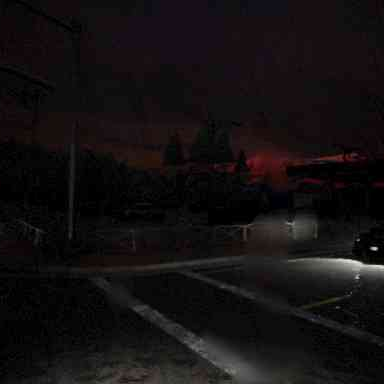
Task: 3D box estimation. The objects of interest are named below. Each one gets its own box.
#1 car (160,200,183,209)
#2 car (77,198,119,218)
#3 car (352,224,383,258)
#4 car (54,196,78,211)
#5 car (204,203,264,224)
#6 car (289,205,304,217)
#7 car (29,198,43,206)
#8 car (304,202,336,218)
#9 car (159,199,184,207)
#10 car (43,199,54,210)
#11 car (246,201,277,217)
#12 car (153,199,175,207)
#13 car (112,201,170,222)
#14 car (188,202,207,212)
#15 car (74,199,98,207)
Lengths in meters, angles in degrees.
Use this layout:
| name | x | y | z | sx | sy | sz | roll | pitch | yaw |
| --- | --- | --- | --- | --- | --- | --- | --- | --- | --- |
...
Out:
| name | x | y | z | sx | sy | sz | roll | pitch | yaw |
| --- | --- | --- | --- | --- | --- | --- | --- | --- | --- |
| car | -4.086 | 2.275 | 58.812 | 3.633 | 1.501 | 1.845 | 2 | -1 | -35 |
| car | -8.124 | 1.605 | 32.637 | 5.027 | 1.636 | 2.152 | 2 | -1 | -35 |
| car | 8.176 | 1.906 | 13.028 | 4.181 | 1.385 | 1.994 | 2 | -1 | -34 |
| car | -15.354 | 1.521 | 43.193 | 3.866 | 1.878 | 1.905 | 2 | -1 | -35 |
| car | 3.649 | 1.965 | 28.484 | 4.514 | 1.523 | 2.007 | 2 | -1 | -35 |
| car | 14.950 | 2.549 | 44.687 | 3.806 | 1.475 | 1.970 | 2 | -1 | -35 |
| car | -27.734 | 1.797 | 60.760 | 3.633 | 1.501 | 1.845 | 2 | -1 | -35 |
| car | 16.332 | 2.249 | 41.604 | 3.866 | 1.878 | 1.905 | 2 | -1 | -35 |
| car | -4.454 | 2.497 | 72.920 | 5.027 | 1.636 | 2.152 | 2 | -1 | -35 |
| car | -17.337 | 1.528 | 45.356 | 4.605 | 1.855 | 1.932 | 2 | -1 | -35 |
| car | 7.986 | 2.044 | 39.870 | 4.605 | 1.855 | 1.932 | 2 | -1 | -35 |
| car | -6.270 | 2.502 | 75.478 | 4.514 | 1.523 | 2.007 | 2 | -1 | -35 |
| car | -4.232 | 1.697 | 27.524 | 3.806 | 1.475 | 1.970 | 2 | -1 | -35 |
| car | 1.527 | 2.258 | 50.545 | 4.514 | 1.523 | 2.007 | 2 | -1 | -35 |
| car | -19.930 | 2.020 | 62.494 | 3.806 | 1.475 | 1.970 | 2 | -1 | -35 |
